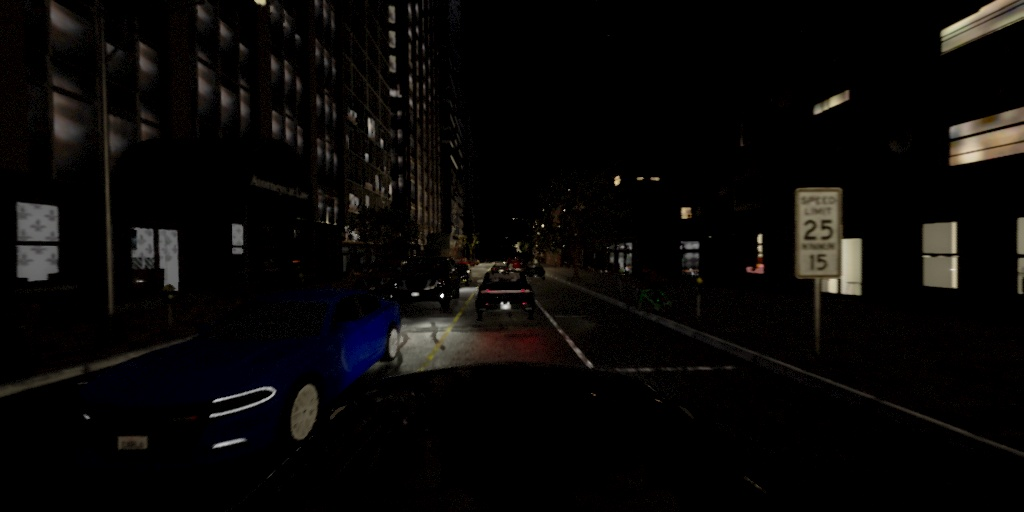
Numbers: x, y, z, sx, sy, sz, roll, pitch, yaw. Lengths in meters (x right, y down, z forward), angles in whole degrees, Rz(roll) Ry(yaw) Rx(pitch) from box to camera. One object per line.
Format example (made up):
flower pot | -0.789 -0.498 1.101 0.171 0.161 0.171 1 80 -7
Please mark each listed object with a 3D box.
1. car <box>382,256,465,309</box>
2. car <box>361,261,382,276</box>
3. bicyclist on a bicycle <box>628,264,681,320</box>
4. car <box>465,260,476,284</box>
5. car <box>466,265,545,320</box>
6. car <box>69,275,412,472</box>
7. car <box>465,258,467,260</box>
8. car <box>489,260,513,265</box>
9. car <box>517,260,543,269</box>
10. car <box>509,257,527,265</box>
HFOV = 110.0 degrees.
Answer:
car | -3.539 1.016 15.548 2.150 2.045 5.566 -1 0 -2
car | -6.333 1.145 18.640 2.192 1.841 5.009 0 0 -2
bicyclist on a bicycle | 4.201 1.047 10.765 1.656 1.620 0.582 -10 0 -2
car | -3.897 1.308 25.901 1.837 1.490 4.892 -1 0 -2
car | -0.258 1.244 12.729 2.128 1.511 4.902 -1 0 -2
car | -3.177 1.264 5.443 1.882 1.535 5.008 -1 0 -1
car | -7.447 1.170 52.558 2.192 1.841 5.009 0 0 -2
car | -1.174 1.375 38.183 1.895 1.301 4.718 -1 0 -2
car | 1.759 1.285 29.990 2.007 1.370 4.403 0 0 -2
car | 1.126 1.063 47.317 2.192 1.841 5.009 0 0 -2
